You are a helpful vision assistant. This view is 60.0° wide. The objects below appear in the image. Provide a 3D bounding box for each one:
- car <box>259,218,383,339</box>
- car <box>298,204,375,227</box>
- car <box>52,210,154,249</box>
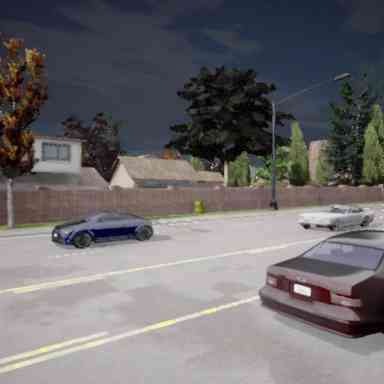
[{"bbox_3d":[3.669,1.454,6.366,5.357,1.411,2.033,-1,1,-36],"label":"car"},{"bbox_3d":[7.971,1.360,18.276,4.718,1.301,1.895,-1,1,-35],"label":"car"},{"bbox_3d":[-3.723,1.491,14.232,4.181,1.385,1.994,-1,1,-35],"label":"car"}]
